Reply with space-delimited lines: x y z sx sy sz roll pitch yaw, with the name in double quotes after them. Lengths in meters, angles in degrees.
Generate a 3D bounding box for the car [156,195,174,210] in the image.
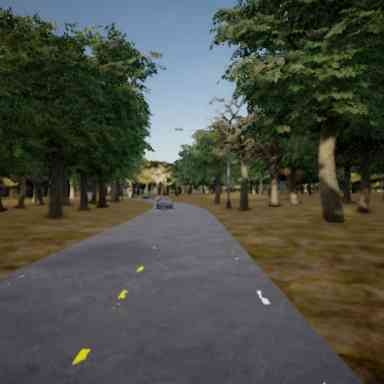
-3.488 1.379 43.142 2.097 1.767 4.553 0 0 -3 "car"
